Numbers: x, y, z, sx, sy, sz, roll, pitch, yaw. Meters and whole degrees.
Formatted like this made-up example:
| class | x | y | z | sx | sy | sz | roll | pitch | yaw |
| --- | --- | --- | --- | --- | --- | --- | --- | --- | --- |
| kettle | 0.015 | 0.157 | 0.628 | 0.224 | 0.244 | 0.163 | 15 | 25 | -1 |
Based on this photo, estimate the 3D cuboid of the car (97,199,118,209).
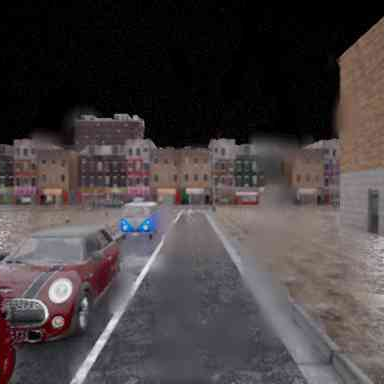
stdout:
| class | x | y | z | sx | sy | sz | roll | pitch | yaw |
| --- | --- | --- | --- | --- | --- | --- | --- | --- | --- |
| car | -11.559 | 1.744 | 49.248 | 4.902 | 1.511 | 2.128 | 0 | 0 | 0 |

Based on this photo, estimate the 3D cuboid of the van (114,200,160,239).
| class | x | y | z | sx | sy | sz | roll | pitch | yaw |
| --- | --- | --- | --- | --- | --- | --- | --- | --- | --- |
| van | -2.642 | 1.429 | 17.419 | 1.690 | 1.788 | 3.998 | -1 | 0 | 0 |

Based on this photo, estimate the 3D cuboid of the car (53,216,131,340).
| class | x | y | z | sx | sy | sz | roll | pitch | yaw |
| --- | --- | --- | --- | --- | --- | --- | --- | --- | --- |
| car | -2.644 | 1.473 | 6.564 | 1.967 | 1.590 | 4.097 | 0 | 0 | 0 |

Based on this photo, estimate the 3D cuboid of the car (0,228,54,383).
| class | x | y | z | sx | sy | sz | roll | pitch | yaw |
| --- | --- | --- | --- | --- | --- | --- | --- | --- | --- |
| car | -2.646 | 1.321 | 1.138 | 2.192 | 1.841 | 5.009 | 0 | 0 | 0 |
